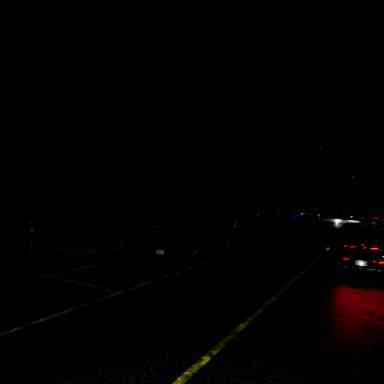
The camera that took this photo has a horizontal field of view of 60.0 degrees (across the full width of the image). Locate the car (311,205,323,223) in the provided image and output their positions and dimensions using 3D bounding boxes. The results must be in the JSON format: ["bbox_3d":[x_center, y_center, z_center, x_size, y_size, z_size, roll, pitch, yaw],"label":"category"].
[{"bbox_3d":[11.202,2.084,32.486,1.967,1.590,4.097,1,-1,30],"label":"car"}]

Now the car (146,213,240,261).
[{"bbox_3d":[0.042,1.676,12.898,1.947,1.339,4.313,1,-1,30],"label":"car"}]

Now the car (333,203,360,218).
[{"bbox_3d":[18.434,2.421,39.647,1.882,1.535,5.008,2,-1,30],"label":"car"}]

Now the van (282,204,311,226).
[{"bbox_3d":[8.416,1.852,27.590,1.690,1.788,3.998,1,-1,30],"label":"van"}]

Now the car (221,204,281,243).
[{"bbox_3d":[2.839,1.559,17.796,2.192,1.841,5.009,1,-1,30],"label":"car"}]

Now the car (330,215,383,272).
[{"bbox_3d":[5.937,1.797,11.398,1.837,1.490,4.892,2,-1,30],"label":"car"}]

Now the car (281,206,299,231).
[{"bbox_3d":[5.621,1.922,22.691,1.887,1.381,4.507,1,-1,30],"label":"car"}]

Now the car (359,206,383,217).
[{"bbox_3d":[14.438,2.177,26.322,1.882,1.535,5.008,2,-1,30],"label":"car"}]

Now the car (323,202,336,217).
[{"bbox_3d":[16.779,2.351,42.279,1.967,1.590,4.097,1,-1,30],"label":"car"}]
